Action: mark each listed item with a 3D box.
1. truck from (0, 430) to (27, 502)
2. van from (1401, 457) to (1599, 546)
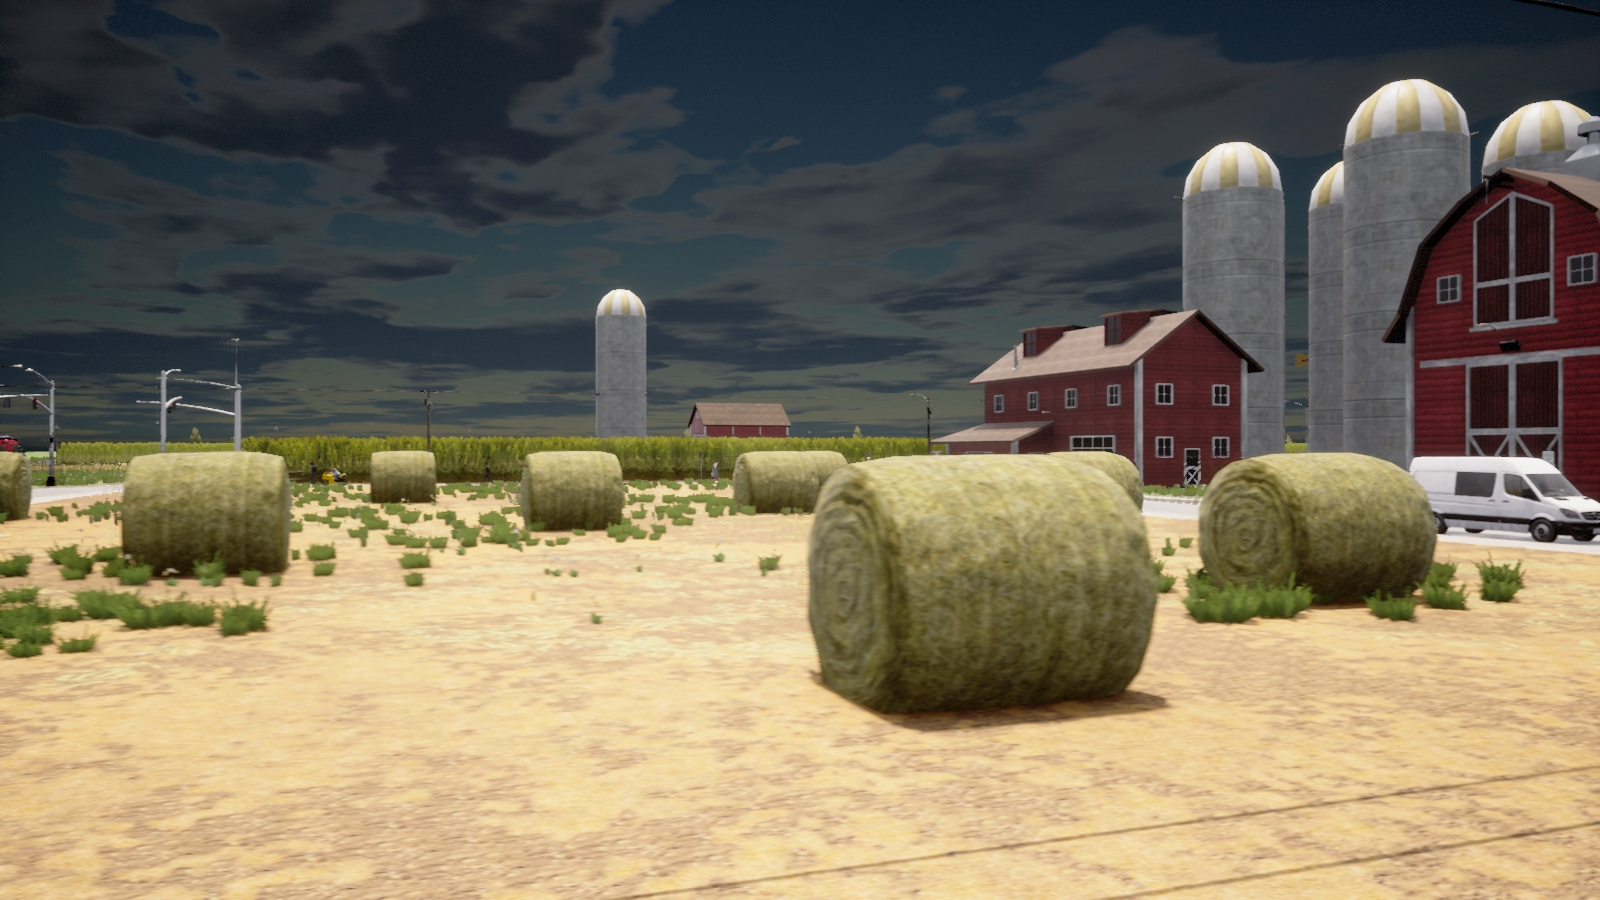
[{"bbox_3d":[-44.156,0.855,60.641,2.891,3.827,8.468,0,0,-17],"label":"truck"},{"bbox_3d":[22.357,1.508,36.304,1.988,2.561,5.915,0,0,-21],"label":"van"}]
